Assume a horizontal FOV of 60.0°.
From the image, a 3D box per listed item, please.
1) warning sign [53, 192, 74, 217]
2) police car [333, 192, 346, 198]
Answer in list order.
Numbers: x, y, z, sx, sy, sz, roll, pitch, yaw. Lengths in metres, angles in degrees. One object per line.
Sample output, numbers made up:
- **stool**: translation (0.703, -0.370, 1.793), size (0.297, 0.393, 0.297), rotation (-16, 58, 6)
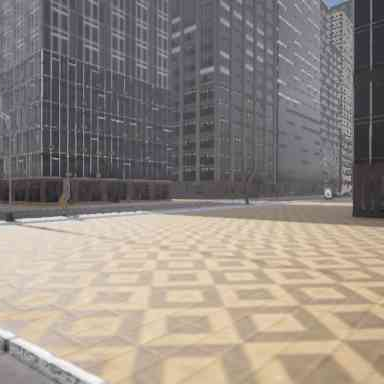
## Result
- **warning sign**: translation (-9.899, 0.962, 25.659), size (1.300, 1.860, 1.060), rotation (0, 0, 42)
- **police car**: translation (36.794, 0.691, 84.630), size (1.930, 1.638, 5.238), rotation (0, 1, 42)
